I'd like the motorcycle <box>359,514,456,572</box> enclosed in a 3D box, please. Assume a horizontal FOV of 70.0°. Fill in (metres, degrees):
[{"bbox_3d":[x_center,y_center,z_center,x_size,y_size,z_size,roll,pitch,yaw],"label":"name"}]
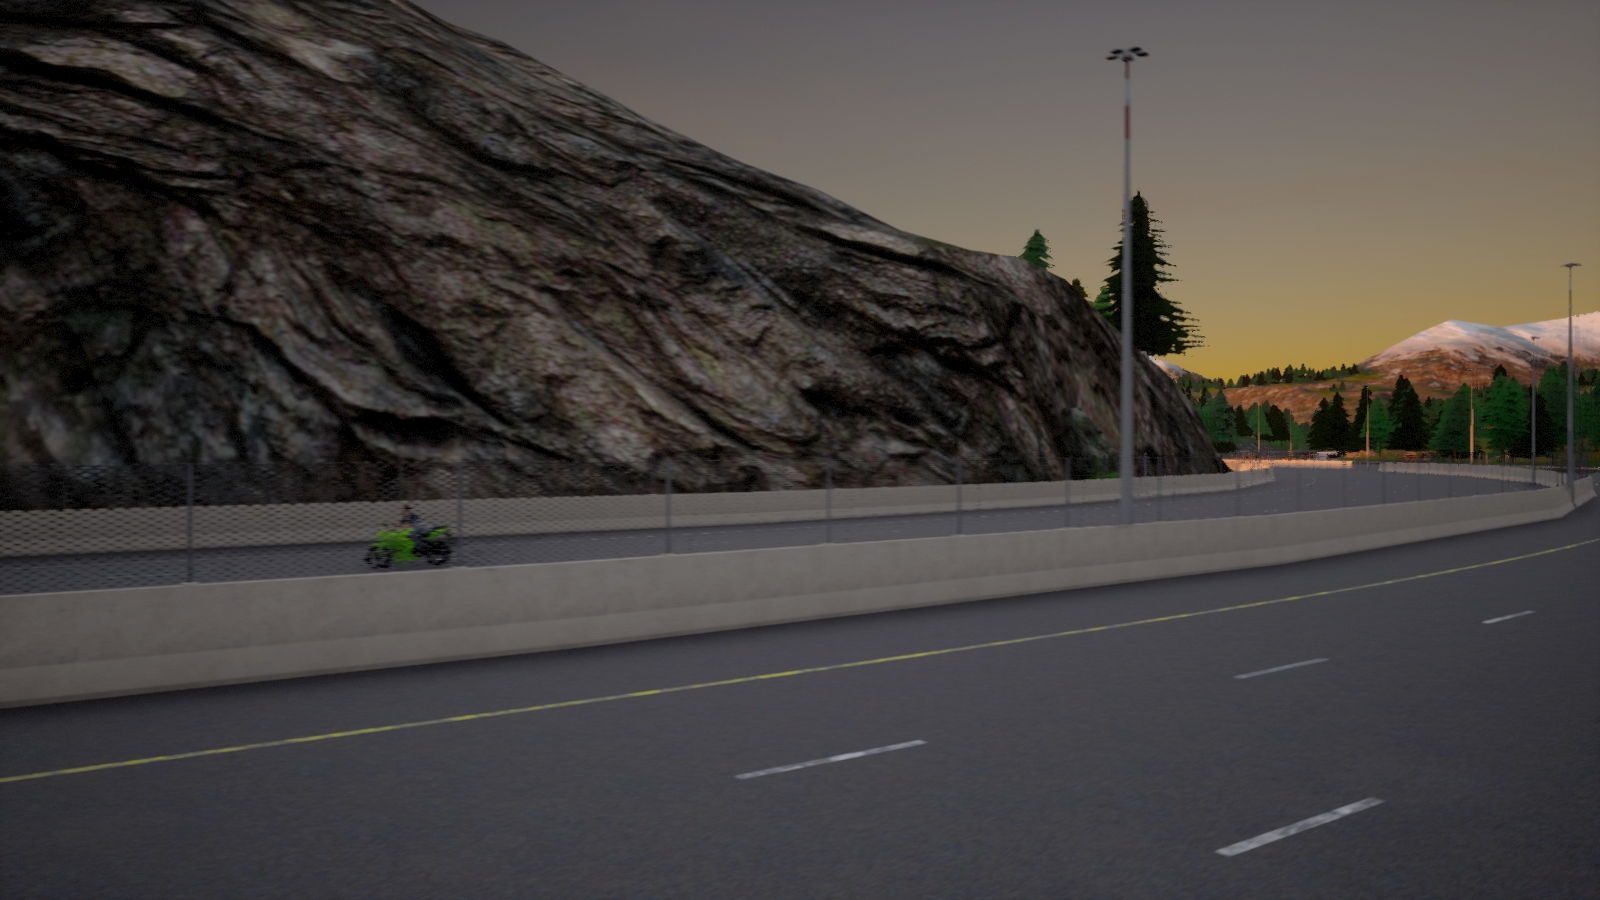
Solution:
[{"bbox_3d":[-9.290,2.181,27.081,2.033,1.217,0.803,0,-1,-36],"label":"motorcycle"}]
